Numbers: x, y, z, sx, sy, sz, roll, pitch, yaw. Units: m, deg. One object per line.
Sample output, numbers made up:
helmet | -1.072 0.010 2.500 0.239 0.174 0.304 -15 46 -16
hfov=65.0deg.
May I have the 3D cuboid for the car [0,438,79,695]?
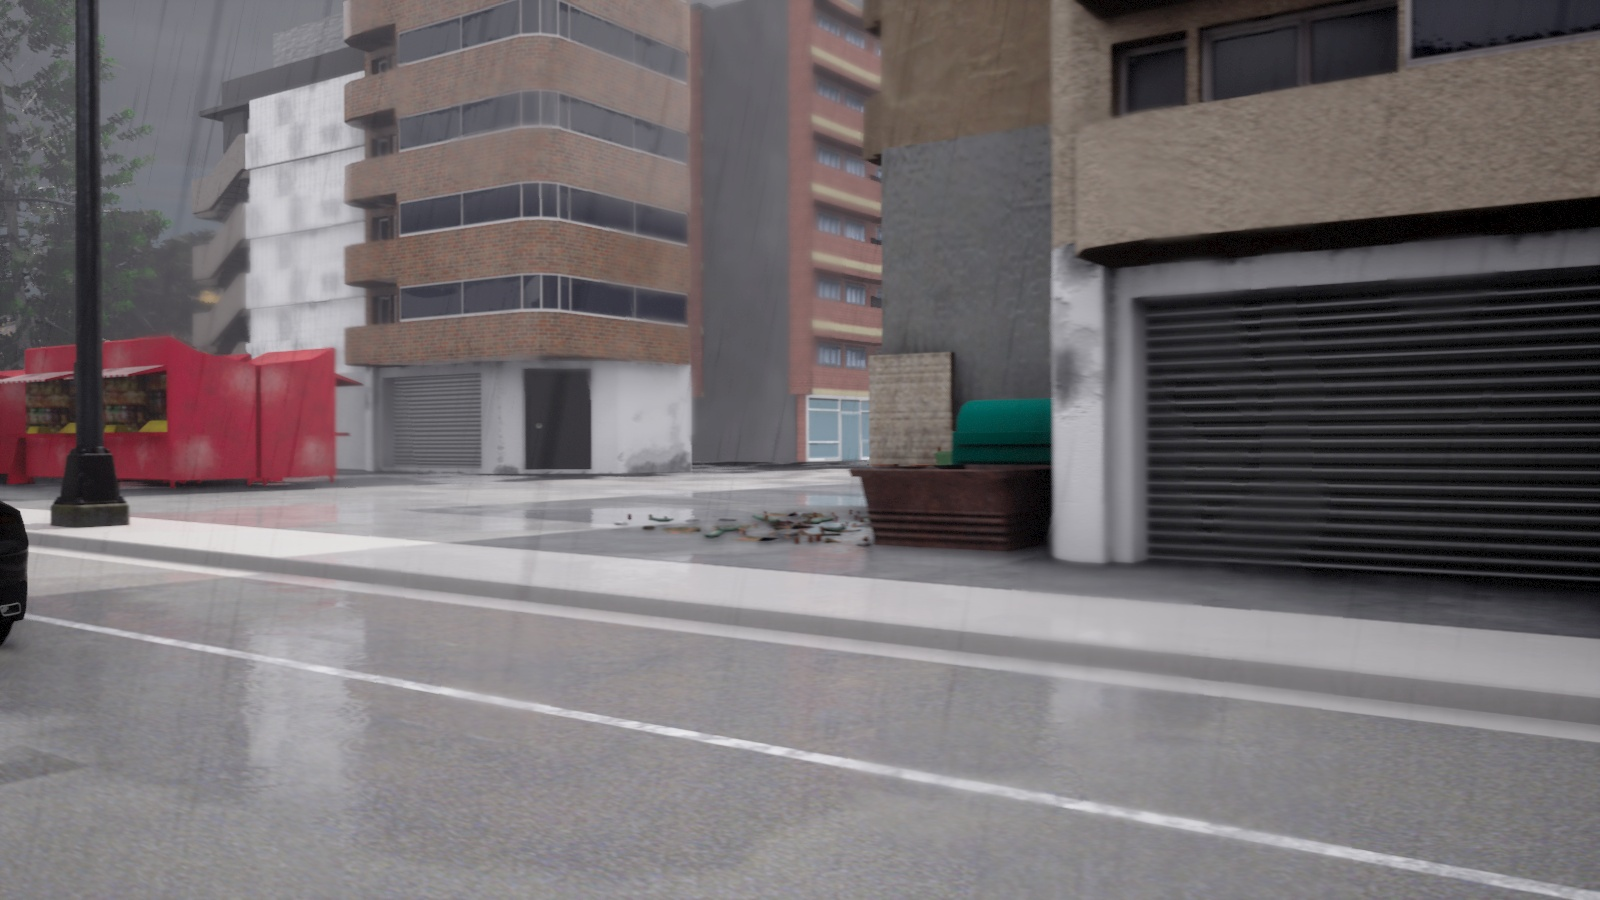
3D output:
car | -6.959 0.688 8.248 4.892 1.490 1.837 0 1 34
